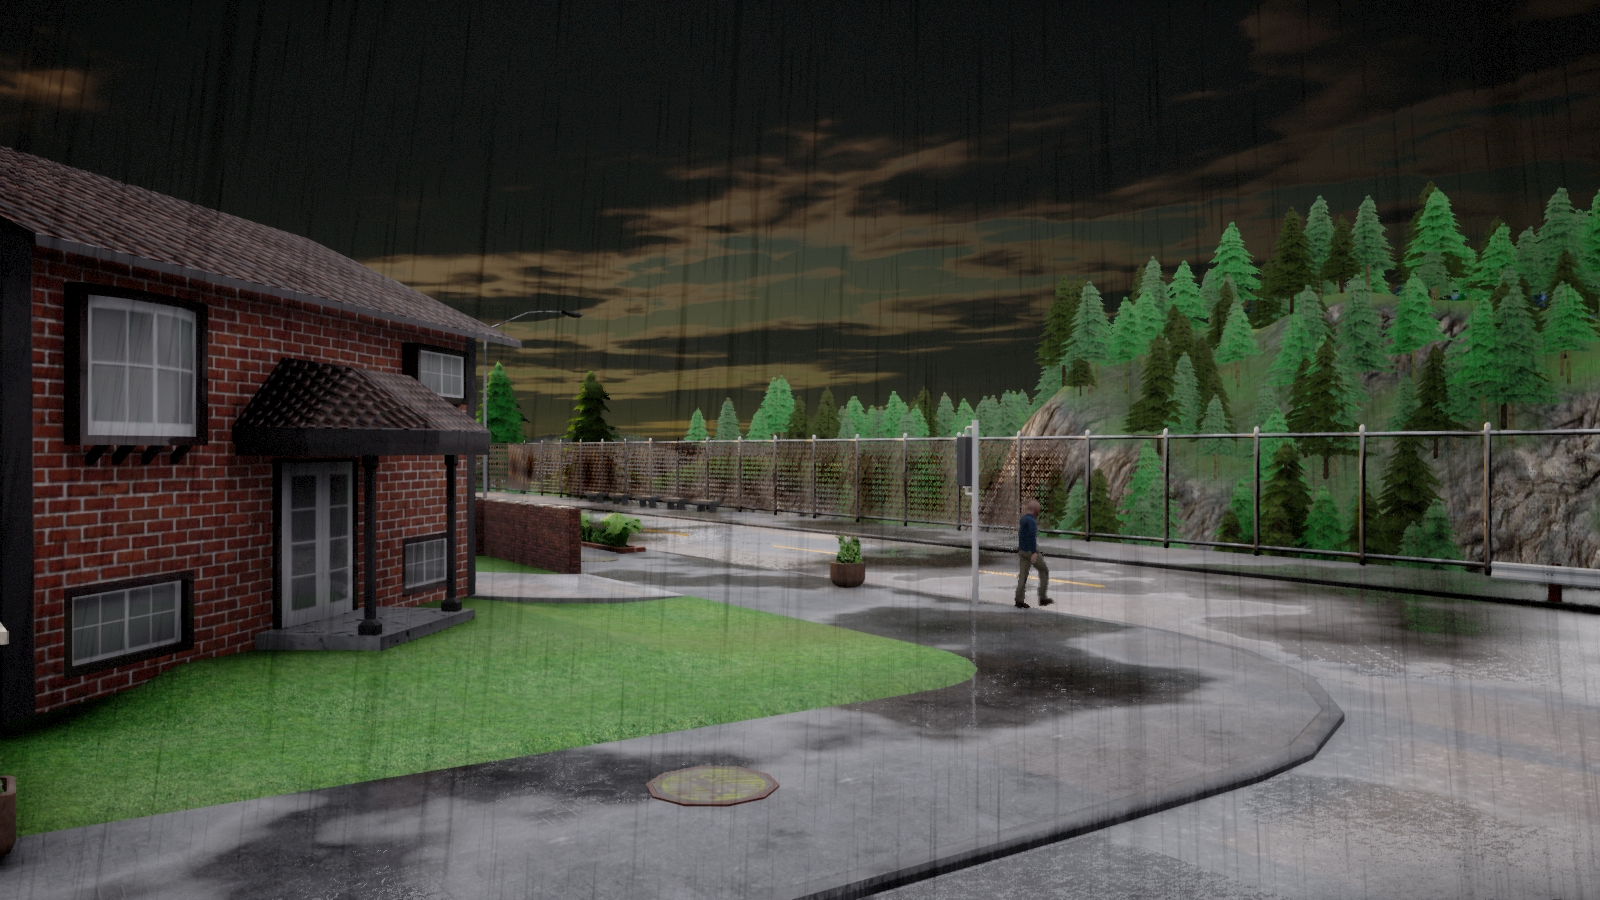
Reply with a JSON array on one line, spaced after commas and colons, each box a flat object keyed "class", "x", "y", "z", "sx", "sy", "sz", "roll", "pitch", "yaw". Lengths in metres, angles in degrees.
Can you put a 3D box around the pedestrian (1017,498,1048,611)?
[{"class": "pedestrian", "x": 3.916, "y": 1.745, "z": 19.251, "sx": 0.375, "sy": 1.860, "sz": 0.375, "roll": 0, "pitch": 0, "yaw": -15}]
